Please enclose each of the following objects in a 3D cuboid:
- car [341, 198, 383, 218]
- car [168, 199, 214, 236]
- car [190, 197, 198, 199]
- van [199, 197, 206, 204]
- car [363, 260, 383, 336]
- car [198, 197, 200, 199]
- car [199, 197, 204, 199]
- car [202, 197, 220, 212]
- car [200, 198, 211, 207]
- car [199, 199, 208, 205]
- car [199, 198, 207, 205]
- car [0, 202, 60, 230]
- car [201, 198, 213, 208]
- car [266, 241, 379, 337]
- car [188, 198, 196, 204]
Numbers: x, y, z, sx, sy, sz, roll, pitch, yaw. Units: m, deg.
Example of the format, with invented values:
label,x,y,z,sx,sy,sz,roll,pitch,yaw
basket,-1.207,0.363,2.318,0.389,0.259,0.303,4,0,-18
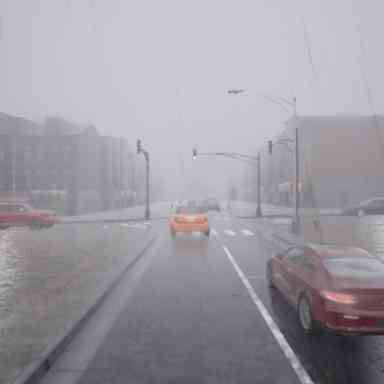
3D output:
label,x,y,z,sx,sy,sz,roll,pitch,yaw
car,14.743,1.261,27.077,4.892,1.490,1.837,-2,0,0
car,-0.264,1.503,19.448,2.097,1.767,4.553,0,-1,-6
car,0.022,2.148,68.964,1.837,1.490,4.892,0,-1,0
van,2.654,2.212,87.127,1.690,1.788,3.998,-1,-1,0
car,2.634,1.449,1.101,1.967,1.590,4.097,0,0,0
car,2.645,1.810,54.715,2.192,1.841,5.009,-1,-1,0
car,2.644,1.752,49.312,2.192,1.841,5.009,-1,-1,0
car,2.644,1.821,43.909,1.967,1.590,4.097,-1,-1,0
car,2.649,2.055,65.517,1.967,1.590,4.097,-1,-1,0
car,2.653,2.268,76.490,1.752,1.417,4.829,-1,-1,0
car,2.655,2.332,81.892,1.752,1.417,4.829,-1,-1,0
car,-12.577,1.753,24.088,5.566,2.045,2.150,-2,0,1
car,2.648,1.994,60.115,1.967,1.590,4.097,-1,-1,0
car,2.636,1.629,6.567,1.802,1.307,4.206,0,0,0
car,0.025,2.162,79.385,1.994,1.385,4.181,0,-1,0
